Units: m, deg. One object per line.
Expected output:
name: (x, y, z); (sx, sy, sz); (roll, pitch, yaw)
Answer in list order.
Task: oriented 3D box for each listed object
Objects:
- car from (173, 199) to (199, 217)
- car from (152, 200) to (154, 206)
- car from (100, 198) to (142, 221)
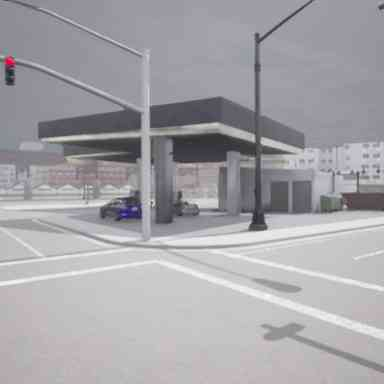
car: (-1.109, 1.364, 29.246); (1.970, 1.475, 3.806); (-1, 0, -36)
car: (-7.462, 1.486, 48.268); (1.895, 1.301, 4.718); (0, 0, 27)
car: (-5.305, 1.245, 25.248); (2.242, 1.667, 4.611); (-1, 0, -36)
